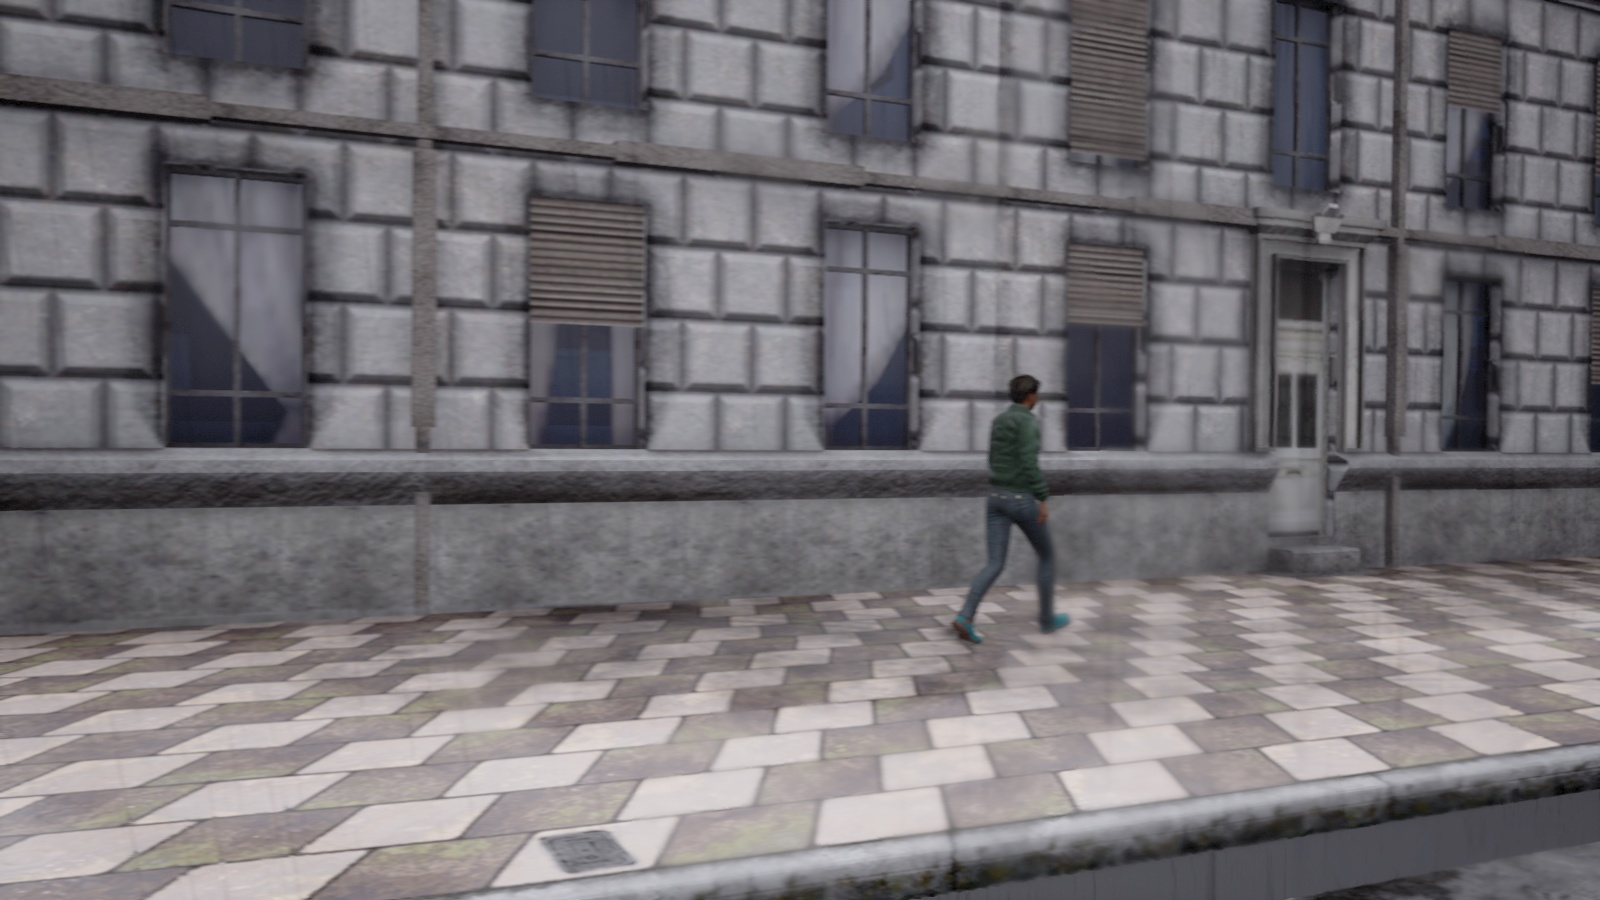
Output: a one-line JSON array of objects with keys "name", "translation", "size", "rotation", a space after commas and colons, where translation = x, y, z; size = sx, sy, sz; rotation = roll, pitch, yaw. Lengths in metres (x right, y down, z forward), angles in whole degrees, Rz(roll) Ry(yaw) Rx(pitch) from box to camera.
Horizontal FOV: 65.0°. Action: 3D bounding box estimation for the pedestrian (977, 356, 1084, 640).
[{"name": "pedestrian", "translation": [1.556, 0.307, 8.471], "size": [0.614, 1.847, 0.353], "rotation": [-1, 1, -32]}]
